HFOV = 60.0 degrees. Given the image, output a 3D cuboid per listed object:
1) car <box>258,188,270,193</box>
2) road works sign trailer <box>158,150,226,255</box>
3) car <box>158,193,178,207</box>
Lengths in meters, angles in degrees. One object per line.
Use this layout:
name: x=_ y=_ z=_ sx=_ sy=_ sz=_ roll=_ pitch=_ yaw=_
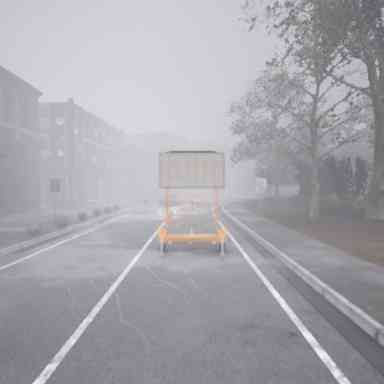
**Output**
car: x=16.250 y=-0.202 z=74.924 sx=4.892 sy=1.490 sz=1.837 roll=-2 pitch=1 yaw=-32
road works sign trailer: x=0.001 y=0.273 z=12.304 sx=2.380 sy=3.560 sz=2.880 roll=0 pitch=1 yaw=0
car: x=-2.762 y=0.906 z=39.179 sx=1.837 sy=1.490 sz=4.892 roll=0 pitch=1 yaw=6
